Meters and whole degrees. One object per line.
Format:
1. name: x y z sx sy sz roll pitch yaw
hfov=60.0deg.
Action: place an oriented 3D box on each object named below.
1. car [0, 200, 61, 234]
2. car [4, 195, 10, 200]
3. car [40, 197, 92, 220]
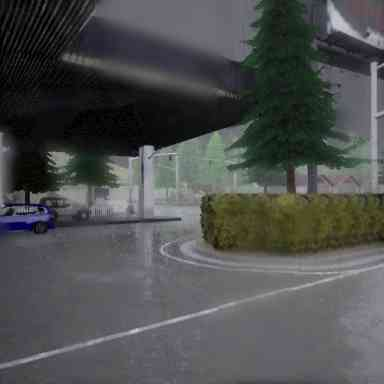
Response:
1. car: -9.932 1.476 17.945 4.611 1.667 2.242 0 0 -36
2. car: -21.732 1.254 34.385 5.566 2.045 2.150 0 0 -35
3. car: -9.731 1.308 25.075 3.866 1.878 1.905 0 0 -36
